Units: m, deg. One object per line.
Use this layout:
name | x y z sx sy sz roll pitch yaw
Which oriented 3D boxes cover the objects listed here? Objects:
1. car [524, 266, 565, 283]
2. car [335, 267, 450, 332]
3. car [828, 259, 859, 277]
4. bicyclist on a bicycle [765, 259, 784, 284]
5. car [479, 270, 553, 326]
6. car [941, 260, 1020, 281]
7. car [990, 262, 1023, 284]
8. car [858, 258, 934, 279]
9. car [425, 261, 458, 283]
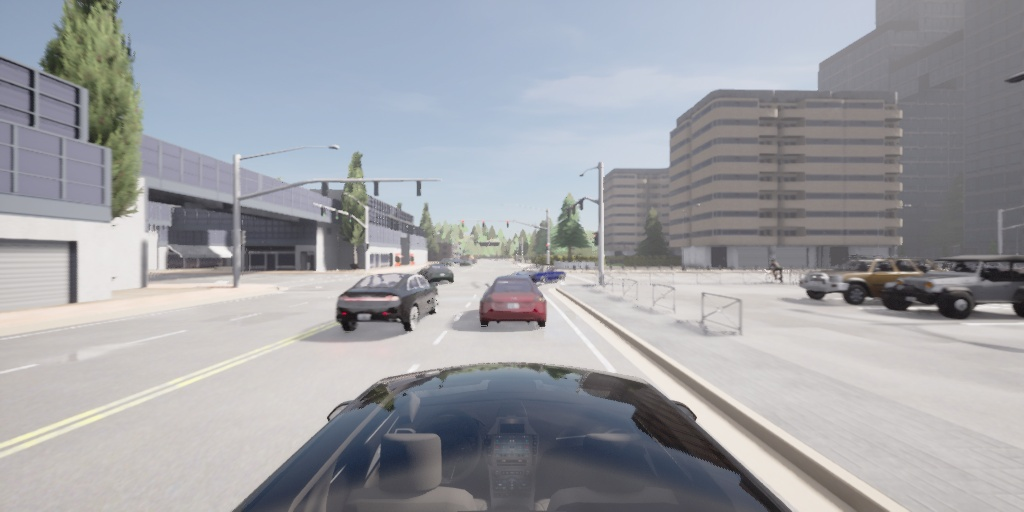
car | 2.099 1.358 25.842 1.895 1.301 4.718 0 0 33
car | -3.468 1.241 10.845 2.128 1.511 4.902 0 0 0
car | 38.385 1.266 39.576 4.892 1.490 1.837 0 0 -1
bicyclist on a bicycle | 17.947 1.058 24.525 0.582 1.620 1.656 0 0 -2
car | 0.032 1.316 11.671 1.994 1.385 4.181 0 0 0
car | 42.465 1.321 32.571 4.181 1.385 1.994 0 0 -1
car | 42.561 1.356 29.073 4.718 1.301 1.895 0 0 -1
car | 38.553 1.250 36.079 4.902 1.511 2.128 0 0 -1
car | -6.030 1.323 27.715 1.994 1.385 4.181 0 0 -29
